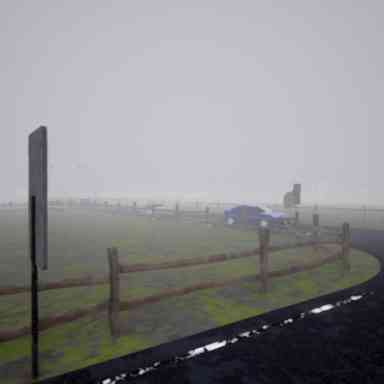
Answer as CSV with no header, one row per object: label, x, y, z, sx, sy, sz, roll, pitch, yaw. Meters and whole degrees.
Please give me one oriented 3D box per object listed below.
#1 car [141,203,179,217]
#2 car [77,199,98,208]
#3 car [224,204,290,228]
car,-3.208,1.753,32.870,1.895,1.301,4.718,0,0,-35
car,-16.147,1.785,51.249,2.033,1.411,5.357,0,0,-35
car,4.279,1.590,22.368,1.882,1.535,5.008,0,0,-36
